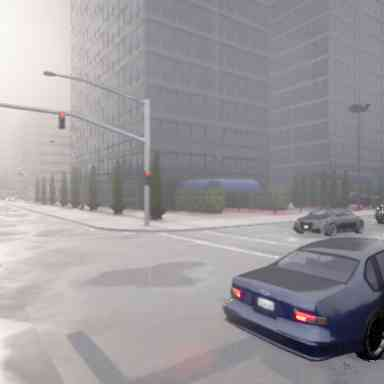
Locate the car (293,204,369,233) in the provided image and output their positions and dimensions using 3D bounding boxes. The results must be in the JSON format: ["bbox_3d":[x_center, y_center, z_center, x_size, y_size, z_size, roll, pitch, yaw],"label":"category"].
[{"bbox_3d":[7.340,1.554,17.768,4.181,1.385,1.994,0,0,-35],"label":"car"}]

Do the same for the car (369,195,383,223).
[{"bbox_3d":[14.997,1.205,23.107,5.566,2.045,2.150,0,0,-35],"label":"car"}]

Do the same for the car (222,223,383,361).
[{"bbox_3d":[3.032,1.544,5.907,5.357,1.411,2.033,0,0,-35],"label":"car"}]

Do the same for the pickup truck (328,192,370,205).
[{"bbox_3d":[21.276,1.032,43.388,6.274,2.098,2.390,0,0,-4],"label":"pickup truck"}]
